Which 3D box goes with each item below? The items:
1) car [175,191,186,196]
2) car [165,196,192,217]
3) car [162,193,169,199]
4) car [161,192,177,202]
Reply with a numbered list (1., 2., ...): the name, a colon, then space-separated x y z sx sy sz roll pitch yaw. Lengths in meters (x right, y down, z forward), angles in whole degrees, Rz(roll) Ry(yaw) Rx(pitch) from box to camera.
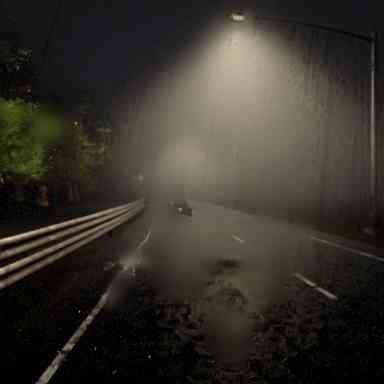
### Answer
1. car: -2.315 0.980 75.088 1.812 1.442 4.674 0 0 -6
2. car: -1.122 1.367 29.145 1.994 1.385 4.181 0 0 -5
3. car: -6.863 0.920 85.083 1.812 1.442 4.674 0 0 -6
4. car: -4.323 1.077 61.387 1.837 1.490 4.892 0 0 -6
